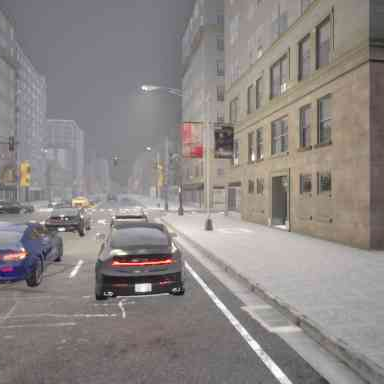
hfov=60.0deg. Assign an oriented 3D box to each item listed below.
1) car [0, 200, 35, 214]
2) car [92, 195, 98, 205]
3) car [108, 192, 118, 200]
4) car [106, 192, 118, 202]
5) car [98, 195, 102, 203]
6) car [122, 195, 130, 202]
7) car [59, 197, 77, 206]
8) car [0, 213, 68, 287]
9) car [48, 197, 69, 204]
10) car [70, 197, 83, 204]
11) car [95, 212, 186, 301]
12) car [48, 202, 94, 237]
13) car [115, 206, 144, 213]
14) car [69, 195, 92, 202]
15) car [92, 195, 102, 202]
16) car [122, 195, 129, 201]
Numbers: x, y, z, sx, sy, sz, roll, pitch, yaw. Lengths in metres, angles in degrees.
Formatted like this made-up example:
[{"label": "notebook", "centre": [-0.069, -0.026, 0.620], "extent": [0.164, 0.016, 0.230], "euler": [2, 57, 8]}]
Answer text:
[{"label": "car", "centre": [-17.733, 1.513, 31.753], "extent": [4.892, 1.490, 1.837], "euler": [0, 1, -26]}, {"label": "car", "centre": [-18.175, 1.375, 58.038], "extent": [2.097, 1.767, 4.553], "euler": [0, 0, -12]}, {"label": "car", "centre": [-20.852, 1.119, 87.980], "extent": [2.150, 2.045, 5.566], "euler": [0, 0, -11]}, {"label": "car", "centre": [-18.788, 1.246, 77.767], "extent": [2.150, 2.045, 5.566], "euler": [0, 0, -11]}, {"label": "car", "centre": [-20.059, 1.578, 67.648], "extent": [1.994, 1.385, 4.181], "euler": [0, 0, -11]}, {"label": "car", "centre": [-15.928, 1.620, 80.021], "extent": [1.895, 1.301, 4.718], "euler": [0, 0, -11]}, {"label": "car", "centre": [-21.437, 1.571, 57.745], "extent": [2.033, 1.411, 5.357], "euler": [0, 0, -11]}, {"label": "car", "centre": [-4.793, 1.528, 9.032], "extent": [1.812, 1.442, 4.674], "euler": [0, 0, -11]}, {"label": "car", "centre": [-19.583, 1.512, 48.176], "extent": [2.128, 1.511, 4.902], "euler": [0, 0, -14]}, {"label": "car", "centre": [-23.362, 1.620, 67.586], "extent": [1.895, 1.301, 4.718], "euler": [0, 0, -11]}, {"label": "car", "centre": [-1.369, 1.506, 8.470], "extent": [1.837, 1.490, 4.892], "euler": [0, 0, -11]}, {"label": "car", "centre": [-6.606, 1.510, 17.998], "extent": [1.837, 1.490, 4.892], "euler": [0, 0, -11]}, {"label": "car", "centre": [-3.311, 1.496, 17.591], "extent": [2.128, 1.511, 4.902], "euler": [0, 0, -11]}, {"label": "car", "centre": [-16.372, 1.498, 48.952], "extent": [1.882, 1.535, 5.008], "euler": [0, 0, -11]}, {"label": "car", "centre": [-22.057, 1.500, 77.531], "extent": [1.837, 1.490, 4.892], "euler": [0, 0, -11]}, {"label": "car", "centre": [-17.907, 1.503, 89.816], "extent": [1.882, 1.535, 5.008], "euler": [0, 0, -11]}]
